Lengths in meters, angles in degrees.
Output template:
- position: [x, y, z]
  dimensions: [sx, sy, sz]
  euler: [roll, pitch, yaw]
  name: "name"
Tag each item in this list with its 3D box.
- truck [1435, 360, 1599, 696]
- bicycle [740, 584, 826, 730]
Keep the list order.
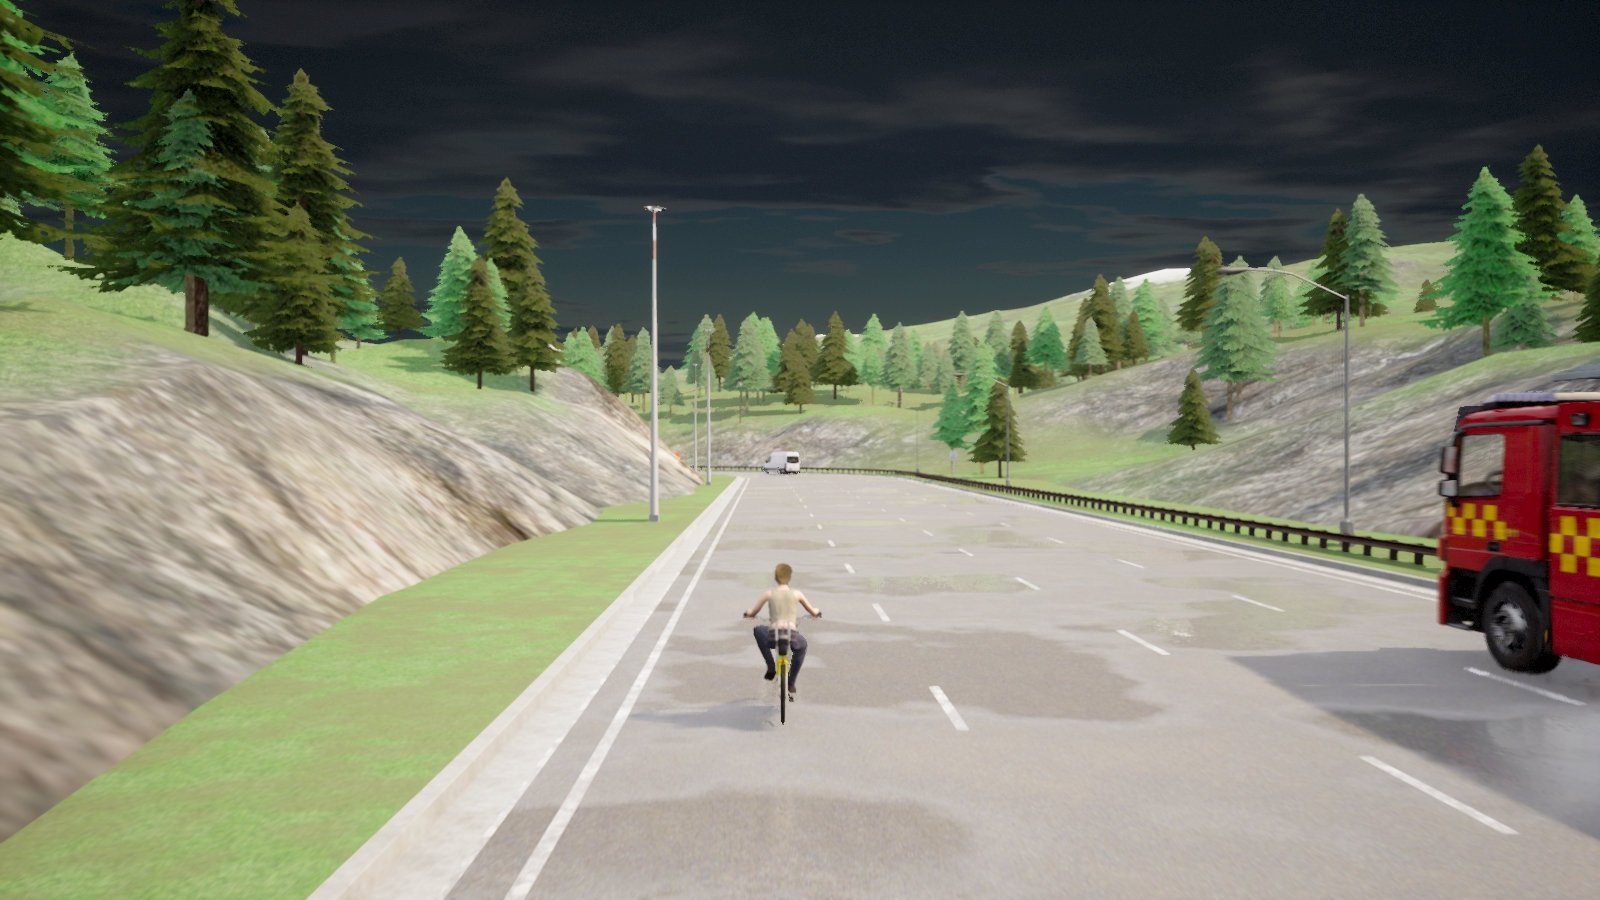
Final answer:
- position: [10.567, 0.889, 12.060]
  dimensions: [2.891, 3.827, 8.468]
  euler: [0, 0, -1]
  name: "truck"
- position: [-0.183, 2.156, 12.156]
  dimensions: [0.859, 1.276, 1.487]
  euler: [0, 0, -1]
  name: "bicycle"
